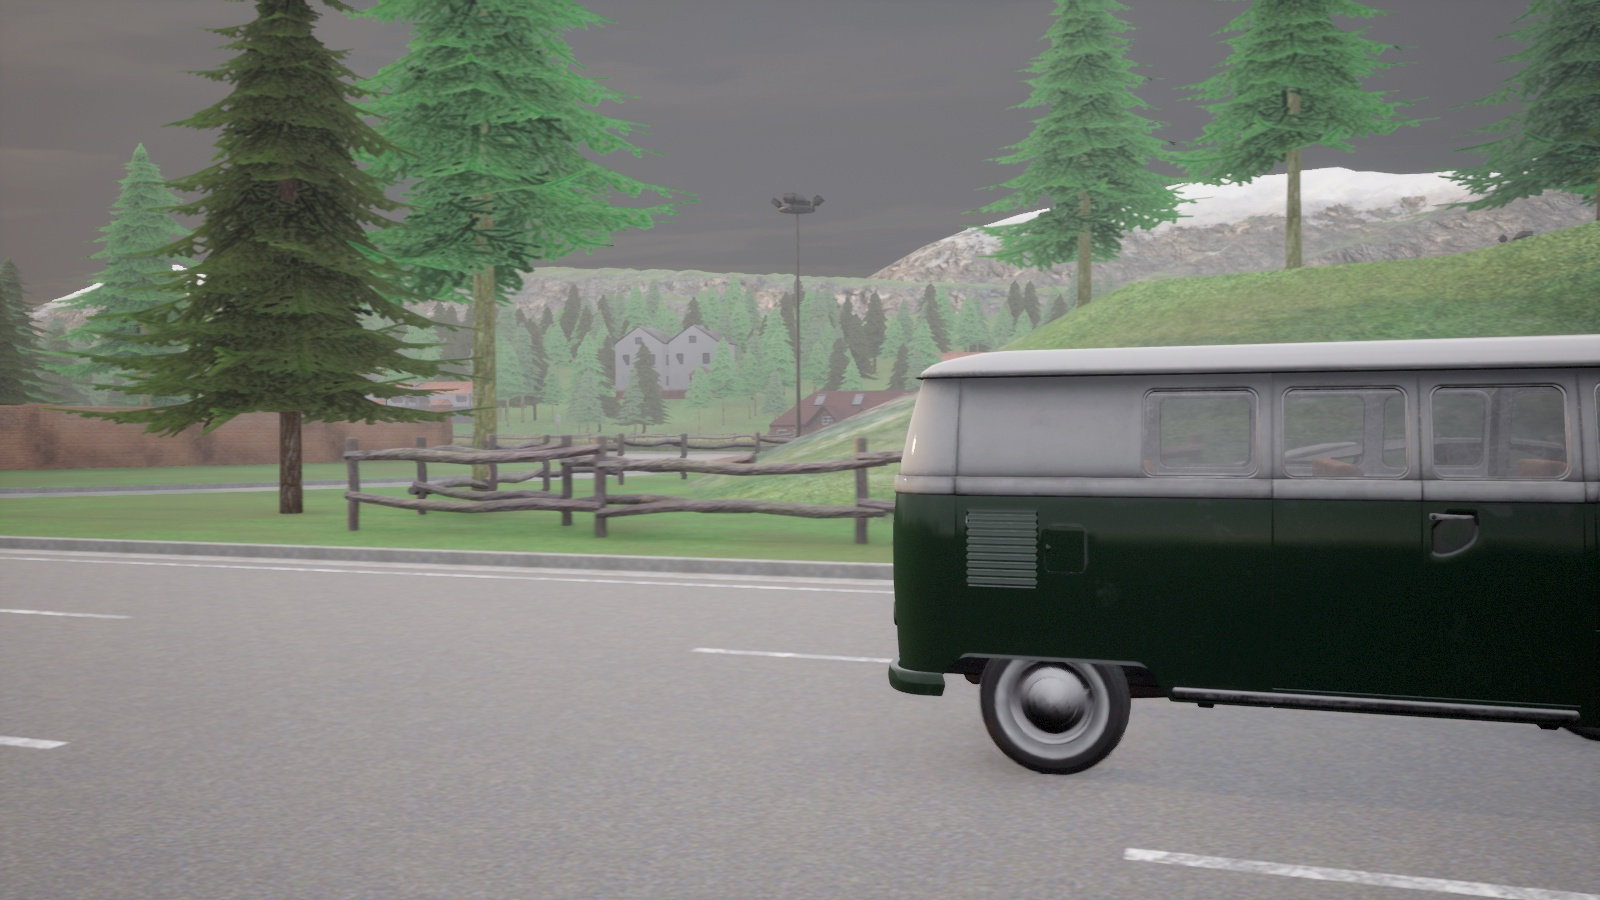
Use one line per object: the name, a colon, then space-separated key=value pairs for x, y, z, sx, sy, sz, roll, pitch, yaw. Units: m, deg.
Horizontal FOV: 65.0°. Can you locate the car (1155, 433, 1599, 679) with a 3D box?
car: x=4.923 y=0.649 z=8.921 sx=4.514 sy=1.525 sz=2.007 roll=1 pitch=1 yaw=19

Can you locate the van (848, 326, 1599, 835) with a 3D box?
van: x=2.615 y=0.493 z=6.002 sx=4.442 sy=1.987 sz=1.775 roll=1 pitch=1 yaw=19
